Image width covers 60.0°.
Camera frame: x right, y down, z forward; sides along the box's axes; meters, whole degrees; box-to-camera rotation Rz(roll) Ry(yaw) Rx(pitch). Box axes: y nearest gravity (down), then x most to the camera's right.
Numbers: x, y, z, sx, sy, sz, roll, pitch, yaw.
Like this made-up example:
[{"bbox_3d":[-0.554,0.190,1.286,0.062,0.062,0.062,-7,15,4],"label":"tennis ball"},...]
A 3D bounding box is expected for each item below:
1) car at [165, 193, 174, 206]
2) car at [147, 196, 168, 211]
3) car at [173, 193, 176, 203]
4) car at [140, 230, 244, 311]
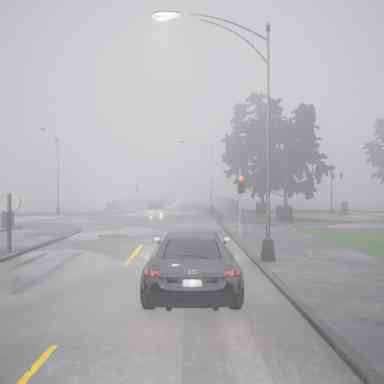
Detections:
[{"bbox_3d":[-4.532,1.477,56.714,1.882,1.535,5.008,0,0,0],"label":"car"},{"bbox_3d":[-4.424,1.563,41.563,1.994,1.385,4.181,0,0,0],"label":"car"},{"bbox_3d":[-4.566,1.224,71.412,2.150,2.045,5.566,0,0,0],"label":"car"},{"bbox_3d":[0.002,1.564,7.826,1.994,1.385,4.181,0,0,0],"label":"car"}]
